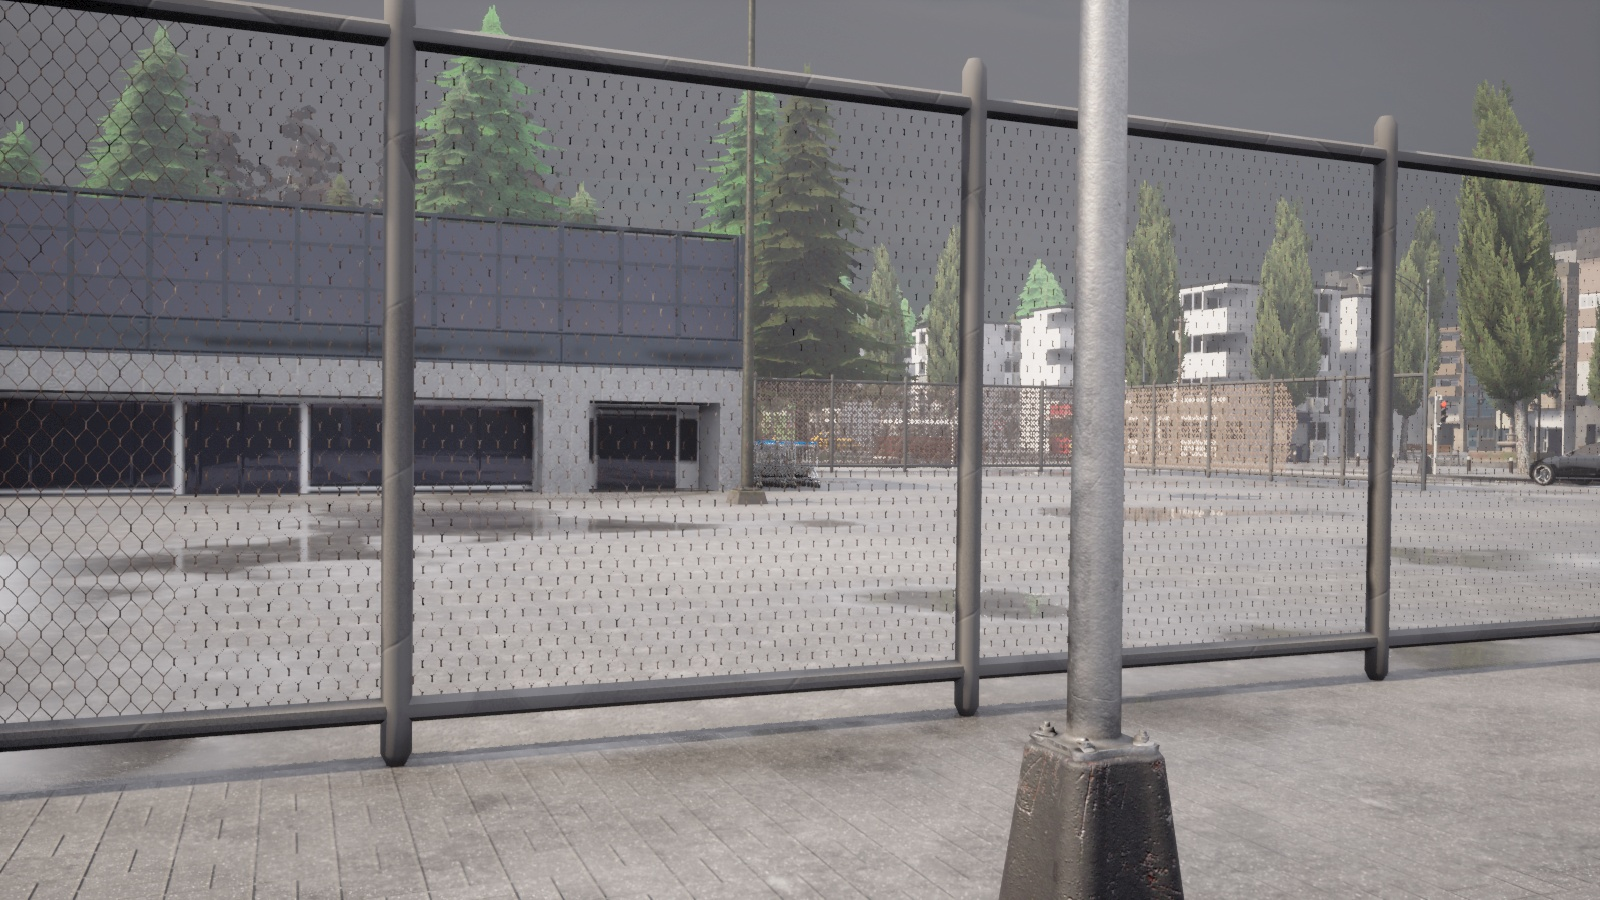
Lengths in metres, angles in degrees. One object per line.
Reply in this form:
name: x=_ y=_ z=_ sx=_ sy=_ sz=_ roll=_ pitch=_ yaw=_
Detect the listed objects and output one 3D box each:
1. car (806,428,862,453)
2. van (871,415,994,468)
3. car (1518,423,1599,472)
car: x=2.260 y=-0.666 z=84.730 sx=1.801 sy=1.575 sz=5.366 roll=-1 pitch=1 yaw=-22
van: x=5.330 y=-0.360 z=50.627 sx=4.480 sy=2.038 sz=2.069 roll=-1 pitch=1 yaw=-22
car: x=25.242 y=-0.109 z=39.003 sx=2.163 sy=1.488 sz=4.792 roll=-1 pitch=1 yaw=-22
